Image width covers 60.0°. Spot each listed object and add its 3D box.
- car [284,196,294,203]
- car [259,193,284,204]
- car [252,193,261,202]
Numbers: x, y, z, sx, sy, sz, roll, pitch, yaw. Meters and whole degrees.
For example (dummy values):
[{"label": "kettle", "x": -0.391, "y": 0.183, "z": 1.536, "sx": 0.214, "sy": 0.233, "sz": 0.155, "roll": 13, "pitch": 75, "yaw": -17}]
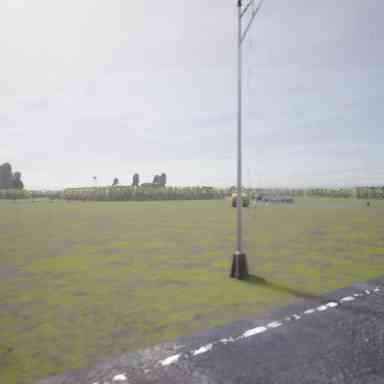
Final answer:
[{"label": "car", "x": 18.804, "y": 1.539, "z": 66.903, "sx": 1.812, "sy": 1.442, "sz": 4.674, "roll": -1, "pitch": 0, "yaw": -15}, {"label": "car", "x": 15.927, "y": 1.532, "z": 67.158, "sx": 1.837, "sy": 1.490, "sz": 4.892, "roll": -1, "pitch": 0, "yaw": -15}, {"label": "car", "x": 16.265, "y": 1.236, "z": 80.666, "sx": 2.150, "sy": 2.045, "sz": 5.566, "roll": -1, "pitch": 0, "yaw": -6}]
